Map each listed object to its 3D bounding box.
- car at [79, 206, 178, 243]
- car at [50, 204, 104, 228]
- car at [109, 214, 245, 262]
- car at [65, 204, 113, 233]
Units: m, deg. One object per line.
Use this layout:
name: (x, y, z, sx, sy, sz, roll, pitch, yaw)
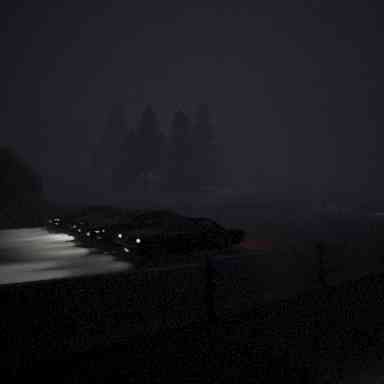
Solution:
car: (-2.304, 1.522, 15.182, 4.892, 1.490, 1.837, 0, 0, -35)
car: (-6.314, 1.514, 20.920, 4.892, 1.490, 1.837, 0, 0, -35)
car: (-0.346, 1.622, 12.281, 4.718, 1.301, 1.895, 0, 0, -35)
car: (-4.316, 1.578, 18.046, 4.181, 1.385, 1.994, 0, 0, -35)
